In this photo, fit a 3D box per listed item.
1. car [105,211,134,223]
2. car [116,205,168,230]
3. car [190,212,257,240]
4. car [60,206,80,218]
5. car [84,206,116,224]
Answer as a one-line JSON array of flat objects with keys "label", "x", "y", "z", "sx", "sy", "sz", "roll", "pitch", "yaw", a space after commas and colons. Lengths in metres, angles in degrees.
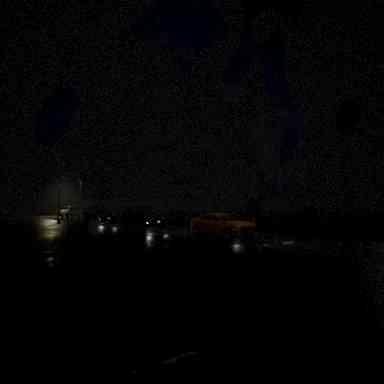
[{"label": "car", "x": -8.993, "y": 3.032, "z": 40.913, "sx": 1.994, "sy": 1.385, "sz": 4.181, "roll": 2, "pitch": -3, "yaw": -35}, {"label": "car", "x": -4.324, "y": 2.177, "z": 29.324, "sx": 2.150, "sy": 2.045, "sz": 5.566, "roll": 2, "pitch": -3, "yaw": -36}, {"label": "car", "x": 1.844, "y": 2.045, "z": 20.655, "sx": 1.882, "sy": 1.535, "sz": 5.008, "roll": 1, "pitch": -3, "yaw": -35}, {"label": "car", "x": -21.312, "y": 3.477, "z": 58.162, "sx": 2.150, "sy": 2.045, "sz": 5.566, "roll": 2, "pitch": -3, "yaw": -36}, {"label": "car", "x": -10.545, "y": 2.573, "z": 38.047, "sx": 2.150, "sy": 2.045, "sz": 5.566, "roll": 2, "pitch": -3, "yaw": -35}]
